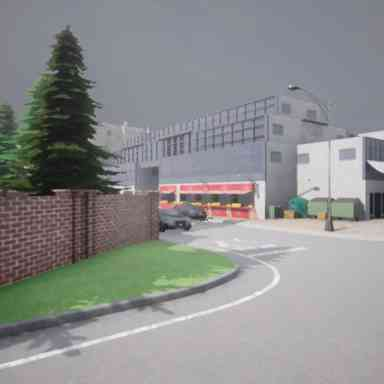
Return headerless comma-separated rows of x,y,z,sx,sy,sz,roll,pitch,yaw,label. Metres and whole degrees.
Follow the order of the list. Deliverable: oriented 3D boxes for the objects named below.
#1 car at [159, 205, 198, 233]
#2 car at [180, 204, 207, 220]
-1.782,1.742,21.155,1.994,1.385,4.181,0,0,-35,car
-0.724,1.739,28.792,4.181,1.385,1.994,1,0,44,car
